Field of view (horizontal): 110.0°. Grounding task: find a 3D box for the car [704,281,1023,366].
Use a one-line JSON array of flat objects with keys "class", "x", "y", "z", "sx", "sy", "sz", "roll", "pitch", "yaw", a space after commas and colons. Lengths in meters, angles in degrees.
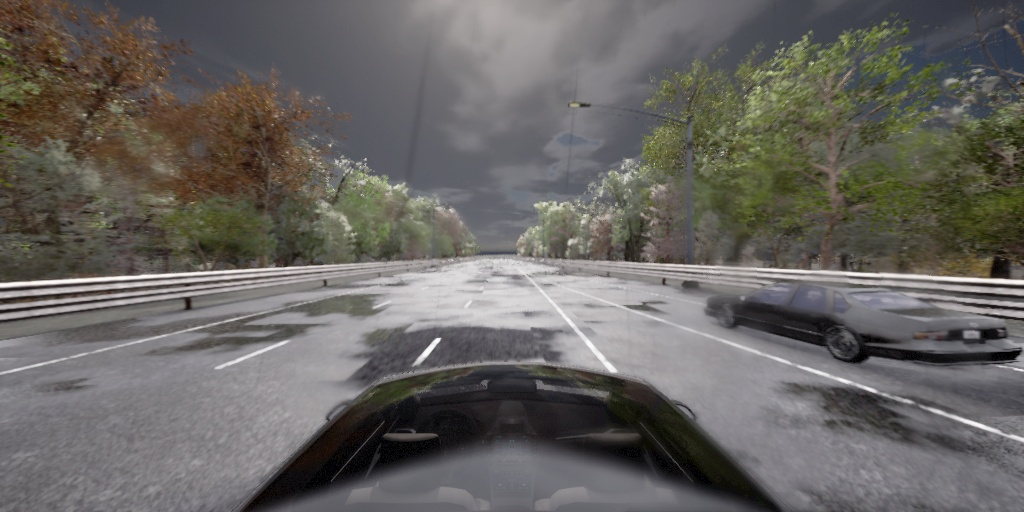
[{"class": "car", "x": 6.794, "y": 1.262, "z": 8.039, "sx": 2.033, "sy": 1.411, "sz": 5.357, "roll": 0, "pitch": 0, "yaw": -7}]
